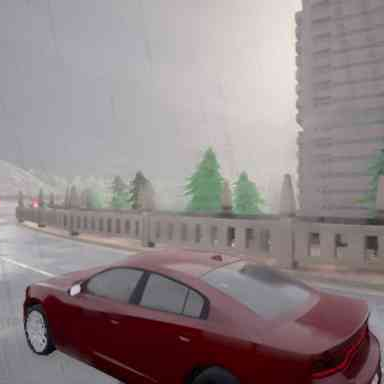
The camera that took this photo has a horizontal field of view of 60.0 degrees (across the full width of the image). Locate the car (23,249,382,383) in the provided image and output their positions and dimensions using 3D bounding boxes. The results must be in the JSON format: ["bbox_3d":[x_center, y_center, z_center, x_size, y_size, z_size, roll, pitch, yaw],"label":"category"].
[{"bbox_3d":[-0.355,1.529,4.457,5.008,1.535,1.882,-1,-1,37],"label":"car"}]

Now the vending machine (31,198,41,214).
[{"bbox_3d":[-20.534,1.823,43.717,1.100,2.100,0.880,0,-1,-22],"label":"vending machine"}]
